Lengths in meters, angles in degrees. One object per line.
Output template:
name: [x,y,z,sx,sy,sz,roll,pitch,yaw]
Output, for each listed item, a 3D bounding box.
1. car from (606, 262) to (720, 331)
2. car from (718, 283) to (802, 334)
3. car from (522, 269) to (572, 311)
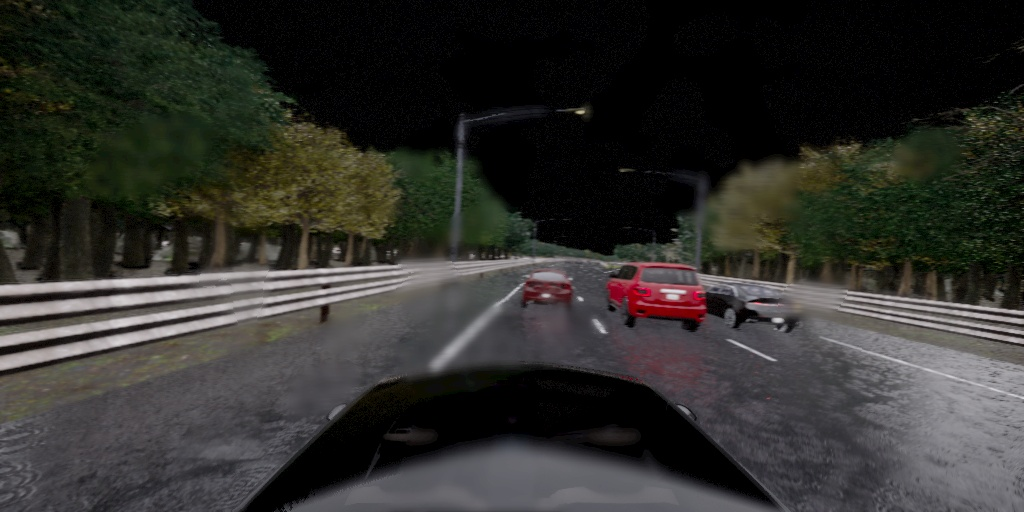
car: [4.778,1.247,12.696,2.150,2.045,5.566,4,0,6]
car: [8.356,1.741,13.267,2.128,1.511,4.902,4,0,7]
car: [1.543,1.294,15.419,1.882,1.535,5.008,4,0,6]
